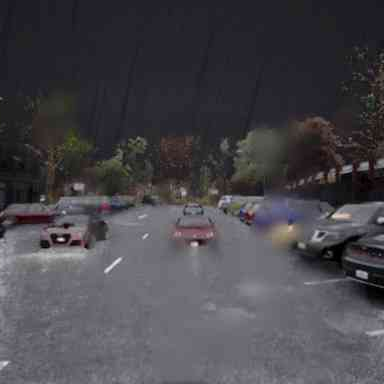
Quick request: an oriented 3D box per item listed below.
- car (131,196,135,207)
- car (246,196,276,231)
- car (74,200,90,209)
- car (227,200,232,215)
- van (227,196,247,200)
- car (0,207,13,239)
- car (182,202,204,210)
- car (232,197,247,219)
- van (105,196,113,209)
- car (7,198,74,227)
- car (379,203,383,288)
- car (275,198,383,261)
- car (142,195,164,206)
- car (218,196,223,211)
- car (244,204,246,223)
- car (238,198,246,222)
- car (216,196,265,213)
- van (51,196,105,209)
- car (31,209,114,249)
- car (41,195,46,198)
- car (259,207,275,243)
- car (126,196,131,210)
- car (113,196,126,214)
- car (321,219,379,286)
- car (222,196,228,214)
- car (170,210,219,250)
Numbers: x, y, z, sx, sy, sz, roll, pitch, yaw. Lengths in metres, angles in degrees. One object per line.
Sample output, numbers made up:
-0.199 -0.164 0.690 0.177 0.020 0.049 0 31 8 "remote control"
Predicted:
-10.979 1.557 47.314 5.566 2.045 2.435 -1 0 -20 "car"
5.983 1.354 17.054 5.566 2.045 2.435 1 -1 -20 "car"
-10.981 1.672 26.625 4.892 1.521 2.231 -1 0 -20 "car"
5.975 1.688 29.127 4.892 1.521 2.231 1 0 -20 "car"
6.083 1.483 32.196 4.442 1.987 1.878 1 -1 -20 "van"
-10.972 1.619 14.800 4.792 1.488 2.163 -1 -1 -20 "car"
0.126 1.712 32.048 2.128 1.511 4.902 0 0 0 "car"
5.928 1.541 26.107 4.553 1.767 2.185 1 -1 -20 "car"
-11.081 1.505 35.453 4.442 1.987 1.878 -1 0 -20 "van"
-11.015 1.526 23.651 4.553 1.767 2.185 -1 -1 -20 "car"
5.970 1.271 4.963 5.566 2.045 2.435 1 -1 -20 "car"
5.916 1.312 10.991 5.566 2.045 2.435 1 0 -20 "car"
-7.419 1.630 62.668 2.150 2.045 5.566 0 -1 -38 "car"
5.962 1.496 38.177 5.566 2.045 2.435 1 0 -20 "car"
5.926 1.655 20.053 4.792 1.488 2.163 1 0 -20 "car"
5.933 1.520 23.078 4.553 1.767 2.185 1 -1 -20 "car"
6.007 1.516 41.237 5.566 2.045 2.435 1 -1 -20 "car"
-11.086 1.486 32.494 4.442 1.987 1.878 -1 0 -20 "van"
-5.095 1.668 14.886 1.994 1.385 4.181 0 0 0 "car"
-26.620 1.647 60.702 2.435 2.045 5.566 0 0 -19 "car"
5.775 1.578 13.952 5.366 1.575 1.946 1 0 -20 "car"
-10.941 1.517 41.430 5.566 2.045 2.435 -1 -1 -20 "car"
-10.946 1.498 38.471 5.566 2.045 2.435 -1 -1 -20 "car"
5.928 1.544 7.982 4.892 1.521 2.231 1 -1 -20 "car"
6.011 1.602 35.178 4.553 1.767 2.185 1 0 -20 "car"
0.104 1.704 14.848 1.895 1.301 4.718 0 0 0 "car"
